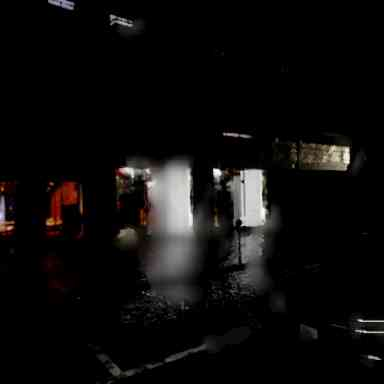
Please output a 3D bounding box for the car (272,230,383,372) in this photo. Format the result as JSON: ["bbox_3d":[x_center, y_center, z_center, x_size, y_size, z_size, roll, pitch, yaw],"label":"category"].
[{"bbox_3d":[3.466,1.411,5.538,5.008,1.535,1.882,-1,0,-35],"label":"car"}]
